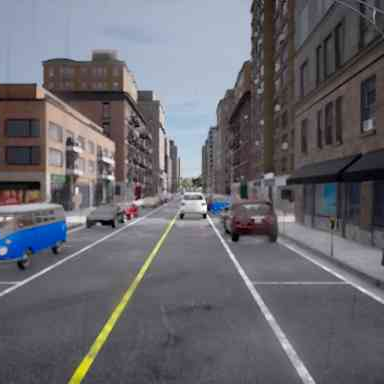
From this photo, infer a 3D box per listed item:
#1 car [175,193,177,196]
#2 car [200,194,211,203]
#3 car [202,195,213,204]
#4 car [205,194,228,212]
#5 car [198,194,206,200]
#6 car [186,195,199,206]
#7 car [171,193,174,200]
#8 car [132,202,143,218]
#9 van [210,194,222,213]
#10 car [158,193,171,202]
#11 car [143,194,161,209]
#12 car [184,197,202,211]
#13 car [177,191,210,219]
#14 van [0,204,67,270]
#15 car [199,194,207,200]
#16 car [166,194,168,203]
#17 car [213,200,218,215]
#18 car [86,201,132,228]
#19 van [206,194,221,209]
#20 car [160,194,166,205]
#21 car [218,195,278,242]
[{"bbox_3d":[-5.390,1.241,80.864,2.008,1.369,4.403,0,0,0],"label":"car"},{"bbox_3d":[2.659,1.197,64.646,1.967,1.590,4.097,0,0,0],"label":"car"},{"bbox_3d":[2.664,1.302,59.411,1.752,1.417,4.829,0,0,0],"label":"car"},{"bbox_3d":[2.685,1.175,37.616,2.192,1.841,5.009,0,0,0],"label":"car"},{"bbox_3d":[2.639,1.226,86.272,2.008,1.369,4.403,0,0,0],"label":"car"},{"bbox_3d":[0.090,1.288,50.156,1.882,1.535,5.008,0,0,0],"label":"car"},{"bbox_3d":[-5.393,1.313,70.052,1.802,1.307,4.206,0,0,0],"label":"car"},{"bbox_3d":[-5.403,1.441,26.802,1.887,1.381,4.507,0,0,0],"label":"car"},{"bbox_3d":[2.690,1.222,32.209,1.690,1.788,3.998,0,0,0],"label":"van"},{"bbox_3d":[-5.396,1.087,59.239,2.192,1.841,5.009,0,0,0],"label":"car"},{"bbox_3d":[-5.399,1.360,42.852,1.752,1.417,4.829,0,0,0],"label":"car"},{"bbox_3d":[0.103,1.401,38.949,2.033,1.411,5.357,0,0,0],"label":"car"},{"bbox_3d":[0.103,1.112,28.349,2.150,2.045,5.566,0,0,0],"label":"car"},{"bbox_3d":[-5.407,1.298,10.583,1.690,1.788,3.998,0,0,0],"label":"van"},{"bbox_3d":[2.644,1.220,81.035,1.752,1.417,4.829,0,0,0],"label":"car"},{"bbox_3d":[-5.397,1.359,53.833,1.947,1.339,4.313,0,0,0],"label":"car"},{"bbox_3d":[2.700,1.472,21.398,2.008,1.369,4.403,0,0,0],"label":"car"},{"bbox_3d":[-5.405,1.482,21.396,1.947,1.339,4.313,0,0,0],"label":"car"},{"bbox_3d":[2.680,1.181,43.022,1.690,1.788,3.998,0,0,0],"label":"van"},{"bbox_3d":[-5.398,1.365,48.427,2.008,1.369,4.403,0,0,0],"label":"car"},{"bbox_3d":[2.705,1.257,15.990,2.192,1.841,5.009,0,0,0],"label":"car"}]
